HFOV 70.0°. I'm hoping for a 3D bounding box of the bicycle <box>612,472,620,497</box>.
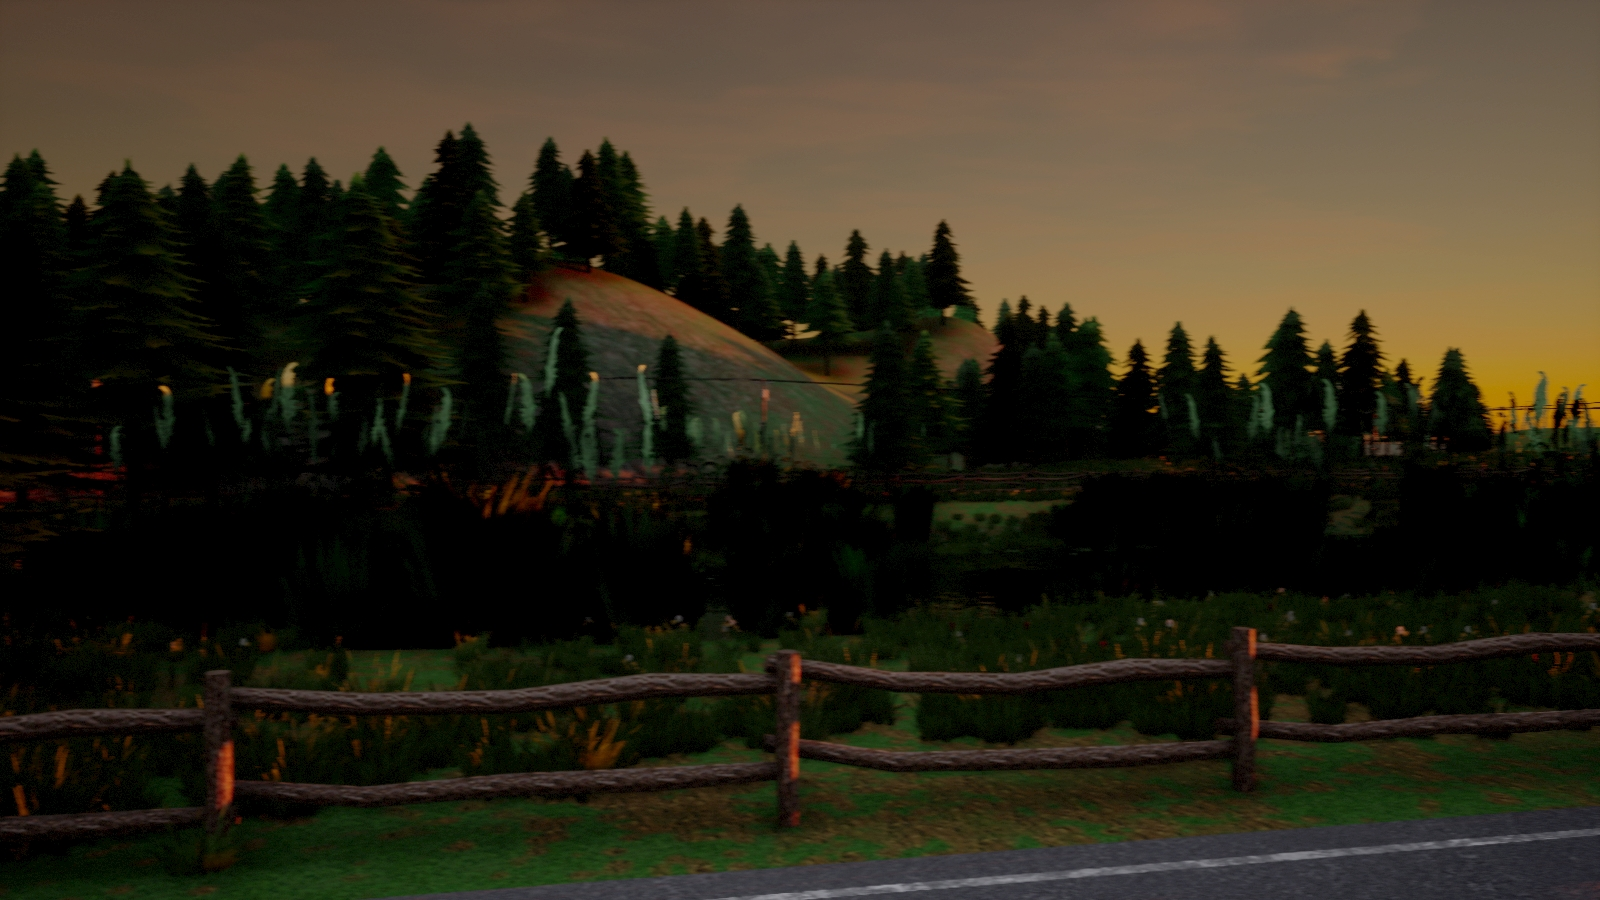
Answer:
[{"bbox_3d":[-11.019,2.065,68.462,0.329,1.471,1.835,0,0,-13],"label":"bicycle"}]
